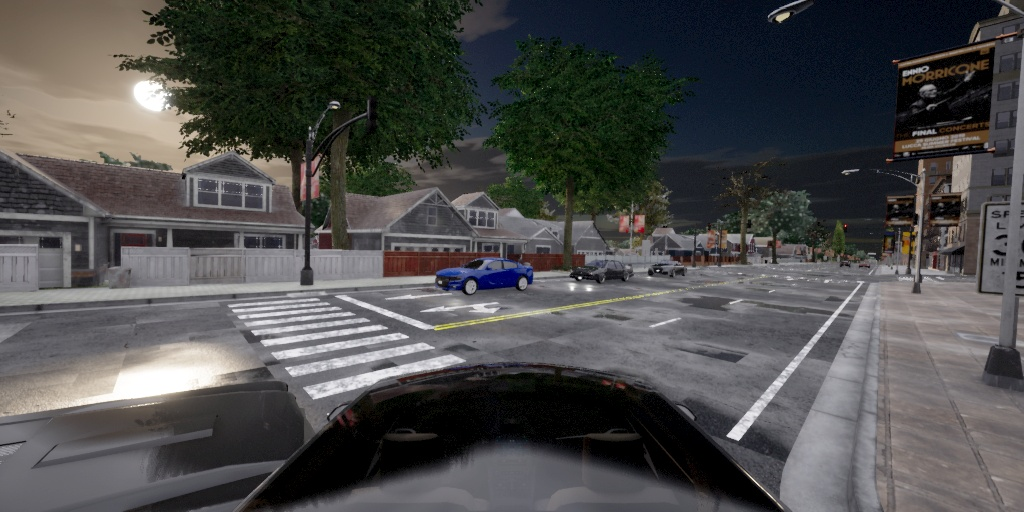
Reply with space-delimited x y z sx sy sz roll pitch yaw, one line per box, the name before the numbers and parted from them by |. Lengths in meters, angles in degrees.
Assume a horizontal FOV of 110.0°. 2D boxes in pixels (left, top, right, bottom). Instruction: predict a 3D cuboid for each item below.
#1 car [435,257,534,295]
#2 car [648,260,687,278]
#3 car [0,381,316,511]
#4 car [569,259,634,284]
car | -1.145 0.821 16.447 5.008 1.535 1.882 0 2 -44
car | 13.192 1.015 30.317 4.181 1.385 1.994 0 2 -44
car | -3.309 1.292 1.257 4.718 1.301 1.895 1 2 -34
car | 6.008 0.943 23.381 5.357 1.411 2.033 0 2 -44
